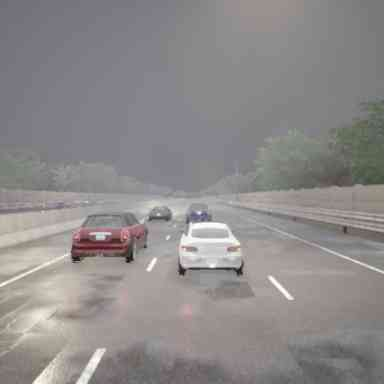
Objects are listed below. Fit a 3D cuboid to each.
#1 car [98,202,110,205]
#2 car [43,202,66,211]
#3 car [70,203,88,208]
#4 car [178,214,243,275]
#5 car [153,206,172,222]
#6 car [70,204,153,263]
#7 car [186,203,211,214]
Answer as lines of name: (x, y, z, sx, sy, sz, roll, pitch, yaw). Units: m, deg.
car: (-13.594, 2.324, 51.888, 1.994, 1.385, 4.181, 0, -1, 0)
car: (-20.592, 2.233, 50.021, 1.837, 1.490, 4.892, 0, -1, 0)
car: (-17.092, 2.304, 50.701, 1.994, 1.385, 4.181, 0, -1, 0)
car: (0.530, 1.676, 10.888, 1.812, 1.442, 4.674, 0, -1, 0)
car: (-2.950, 2.016, 31.607, 1.994, 1.385, 4.181, 0, -1, 0)
car: (-2.968, 1.529, 12.915, 2.097, 1.767, 4.553, 0, -1, 0)
car: (0.548, 1.762, 28.754, 2.097, 1.767, 4.553, 0, -1, 0)
